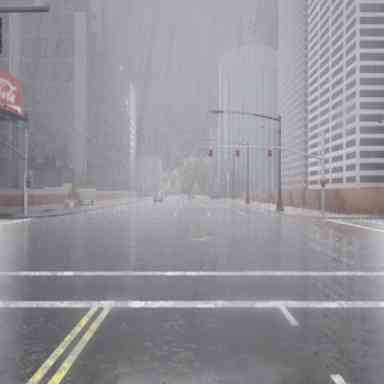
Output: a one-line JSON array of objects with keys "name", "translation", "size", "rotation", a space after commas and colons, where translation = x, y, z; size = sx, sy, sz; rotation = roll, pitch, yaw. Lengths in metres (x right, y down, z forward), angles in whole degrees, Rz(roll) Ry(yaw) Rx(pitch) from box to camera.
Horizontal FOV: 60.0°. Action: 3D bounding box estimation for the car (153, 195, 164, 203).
[{"name": "car", "translation": [-7.000, 1.491, 69.296], "size": [1.837, 1.490, 4.892], "rotation": [0, 0, 0]}]
